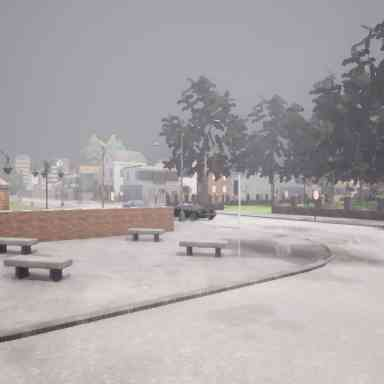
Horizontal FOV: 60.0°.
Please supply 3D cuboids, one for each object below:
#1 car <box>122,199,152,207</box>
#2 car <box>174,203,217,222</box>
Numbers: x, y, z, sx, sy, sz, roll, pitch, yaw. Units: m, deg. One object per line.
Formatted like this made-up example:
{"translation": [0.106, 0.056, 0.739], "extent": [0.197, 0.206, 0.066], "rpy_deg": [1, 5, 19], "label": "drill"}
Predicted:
{"translation": [-5.825, 1.526, 35.192], "extent": [1.812, 1.442, 4.674], "rpy_deg": [0, 0, -35], "label": "car"}
{"translation": [-0.070, 1.601, 27.052], "extent": [1.895, 1.301, 4.718], "rpy_deg": [0, 0, -35], "label": "car"}
